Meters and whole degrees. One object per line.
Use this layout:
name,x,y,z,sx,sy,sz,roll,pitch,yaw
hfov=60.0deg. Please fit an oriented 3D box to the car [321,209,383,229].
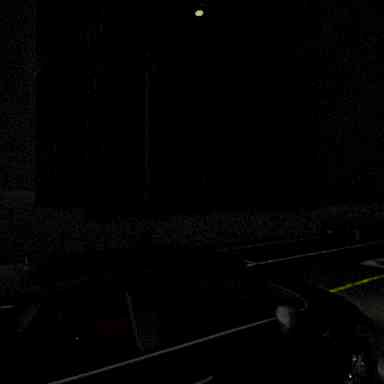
car,8.034,1.546,16.252,4.507,1.381,1.887,0,0,-35

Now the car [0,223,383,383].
car,-0.103,1.351,3.360,4.553,1.767,2.097,0,0,-36
